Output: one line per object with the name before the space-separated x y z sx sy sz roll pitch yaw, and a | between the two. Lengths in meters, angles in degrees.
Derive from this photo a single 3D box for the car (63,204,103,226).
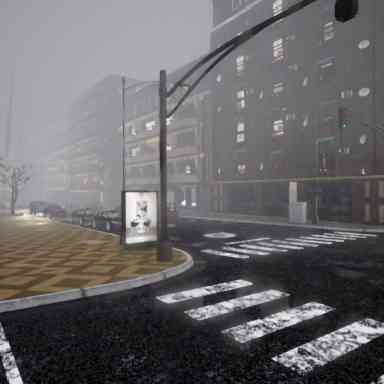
car | -8.840 1.968 27.617 2.008 1.369 4.403 -2 0 -36

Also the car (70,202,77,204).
car | -21.530 2.423 59.679 1.802 1.307 4.206 -2 0 -36

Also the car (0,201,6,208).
car | -44.641 2.861 77.329 1.887 1.381 4.507 -2 0 -36

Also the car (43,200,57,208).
car | -31.326 2.526 73.216 1.967 1.590 4.097 -2 0 -36

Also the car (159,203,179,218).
car | -3.154 1.823 34.492 1.967 1.590 4.097 -2 0 -36

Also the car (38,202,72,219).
car | -14.916 2.114 36.094 1.887 1.381 4.507 -2 0 -36

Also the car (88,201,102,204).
car | -15.001 2.118 50.657 1.967 1.590 4.097 -2 0 -36

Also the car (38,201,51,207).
car | -34.586 2.734 77.728 1.947 1.339 4.313 -2 0 -36

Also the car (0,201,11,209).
car | -38.113 2.702 68.305 2.008 1.369 4.403 -2 0 -36

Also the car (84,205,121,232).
car | -5.576 1.887 23.105 2.008 1.369 4.403 -2 0 -36

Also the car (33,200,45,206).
car | -37.851 2.796 82.241 1.887 1.381 4.507 -2 0 -36

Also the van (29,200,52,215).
van | -19.834 2.034 42.982 1.690 1.788 3.998 -2 0 -36

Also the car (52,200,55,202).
car | -25.375 2.469 60.589 1.994 1.385 4.181 -1 -1 -36
